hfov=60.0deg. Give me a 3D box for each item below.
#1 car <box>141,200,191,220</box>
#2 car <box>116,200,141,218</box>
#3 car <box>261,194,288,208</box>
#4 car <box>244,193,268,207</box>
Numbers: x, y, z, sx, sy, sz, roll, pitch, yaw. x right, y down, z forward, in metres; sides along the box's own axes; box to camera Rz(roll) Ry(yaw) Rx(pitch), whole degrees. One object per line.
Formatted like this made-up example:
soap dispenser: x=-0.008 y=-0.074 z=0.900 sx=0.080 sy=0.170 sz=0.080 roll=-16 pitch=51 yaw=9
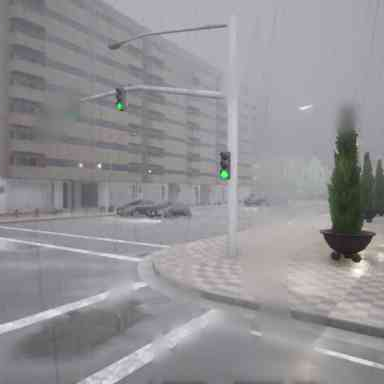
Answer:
car: x=-1.915 y=1.523 z=27.958 sx=1.994 sy=1.385 sz=4.181 roll=0 pitch=0 yaw=36
car: x=-4.693 y=1.467 z=30.093 sx=1.837 sy=1.490 sz=4.892 roll=0 pitch=0 yaw=36
car: x=12.102 y=1.466 z=47.280 sx=1.837 sy=1.490 sz=4.892 roll=0 pitch=-1 yaw=36
car: x=10.003 y=1.185 z=50.329 sx=2.150 sy=2.045 sz=5.566 roll=0 pitch=0 yaw=36
